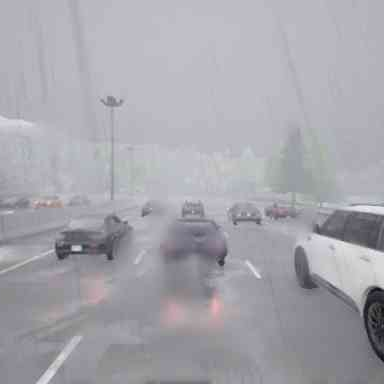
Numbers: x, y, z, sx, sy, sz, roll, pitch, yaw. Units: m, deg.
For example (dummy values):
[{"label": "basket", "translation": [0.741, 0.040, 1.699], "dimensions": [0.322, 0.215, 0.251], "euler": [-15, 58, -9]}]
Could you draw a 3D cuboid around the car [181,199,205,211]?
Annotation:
[{"label": "car", "translation": [0.085, 1.393, 29.449], "dimensions": [2.128, 1.511, 4.902], "euler": [0, 0, 0]}]

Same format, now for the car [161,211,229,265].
[{"label": "car", "translation": [0.079, 1.562, 11.527], "dimensions": [1.895, 1.301, 4.718], "euler": [0, 0, 0]}]

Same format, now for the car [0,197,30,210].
[{"label": "car", "translation": [-21.242, 1.343, 39.987], "dimensions": [1.882, 1.535, 5.008], "euler": [0, 0, -2]}]

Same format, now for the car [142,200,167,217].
[{"label": "car", "translation": [-3.413, 1.461, 30.535], "dimensions": [1.994, 1.385, 4.181], "euler": [0, 0, 0]}]

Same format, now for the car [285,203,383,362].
[{"label": "car", "translation": [3.545, 1.203, 5.887], "dimensions": [2.150, 2.045, 5.566], "euler": [0, 0, 1]}]

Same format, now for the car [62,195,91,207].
[{"label": "car", "translation": [-14.325, 1.209, 42.049], "dimensions": [2.097, 1.767, 4.553], "euler": [0, 0, -2]}]

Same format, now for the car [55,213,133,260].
[{"label": "car", "translation": [-3.419, 1.484, 12.191], "dimensions": [1.812, 1.442, 4.674], "euler": [0, 0, 0]}]

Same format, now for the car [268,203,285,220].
[{"label": "car", "translation": [7.078, 1.511, 26.528], "dimensions": [1.895, 1.301, 4.718], "euler": [0, 0, 0]}]

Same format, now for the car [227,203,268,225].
[{"label": "car", "translation": [3.561, 1.469, 23.302], "dimensions": [2.033, 1.411, 5.357], "euler": [0, 0, 0]}]

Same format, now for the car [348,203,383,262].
[{"label": "car", "translation": [7.073, 1.320, 10.547], "dimensions": [2.097, 1.767, 4.553], "euler": [0, 1, 0]}]

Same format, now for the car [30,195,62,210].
[{"label": "car", "translation": [-17.801, 1.212, 41.332], "dimensions": [2.097, 1.767, 4.553], "euler": [0, 0, -2]}]
